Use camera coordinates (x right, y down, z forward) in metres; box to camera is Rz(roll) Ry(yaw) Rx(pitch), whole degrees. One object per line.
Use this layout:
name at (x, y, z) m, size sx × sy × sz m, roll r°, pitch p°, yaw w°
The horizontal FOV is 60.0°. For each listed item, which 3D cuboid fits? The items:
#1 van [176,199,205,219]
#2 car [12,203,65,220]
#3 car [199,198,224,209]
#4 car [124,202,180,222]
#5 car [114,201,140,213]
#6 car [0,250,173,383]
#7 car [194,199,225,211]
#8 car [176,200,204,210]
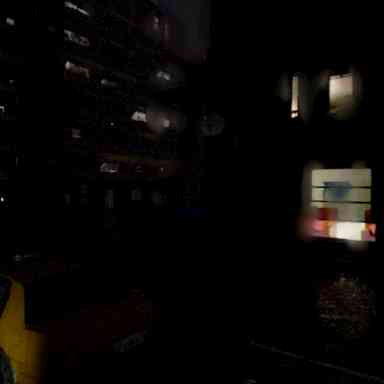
van at (-0.064, 1.641, 33.089) m, size 1.690 × 1.788 × 3.998 m, roll 1°, pitch 0°, yaw 36°
car at (-13.366, 1.619, 29.135) m, size 2.008 × 1.369 × 4.403 m, roll 1°, pitch 0°, yaw 36°
car at (3.010, 1.735, 51.435) m, size 1.967 × 1.590 × 4.097 m, roll 1°, pitch 0°, yaw 36°
car at (-3.341, 1.820, 28.629) m, size 1.947 × 1.339 × 4.313 m, roll 1°, pitch 0°, yaw 36°
car at (-6.815, 1.704, 38.055) m, size 1.887 × 1.381 × 4.507 m, roll 1°, pitch 0°, yaw 36°
car at (-2.509, 1.523, 4.806) m, size 4.829 × 1.417 × 1.752 m, roll 0°, pitch 1°, yaw 36°
car at (2.523, 1.780, 46.356) m, size 1.882 × 1.535 × 5.008 m, roll 1°, pitch 0°, yaw 37°
car at (-0.266, 1.832, 46.975) m, size 1.802 × 1.307 × 4.206 m, roll 1°, pitch 0°, yaw 36°
